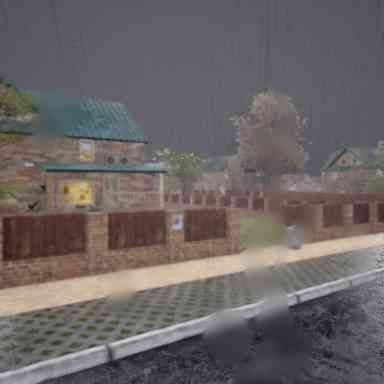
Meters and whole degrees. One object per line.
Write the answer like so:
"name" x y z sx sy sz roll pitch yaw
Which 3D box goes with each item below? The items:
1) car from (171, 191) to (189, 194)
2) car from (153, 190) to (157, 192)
"car" -2.189 0.583 53.727 2.128 1.511 4.902 -2 2 -35
"car" -7.866 0.399 61.848 2.128 1.511 4.902 -2 2 -35
